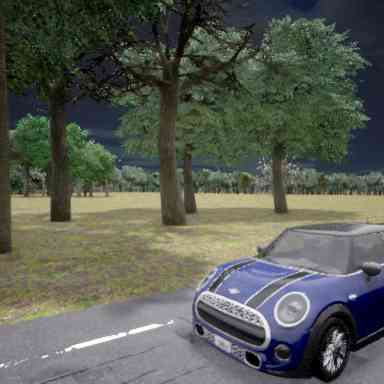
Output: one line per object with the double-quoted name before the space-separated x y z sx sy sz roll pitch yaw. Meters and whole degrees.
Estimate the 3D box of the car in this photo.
"car" 2.221 1.349 5.573 4.553 1.767 2.097 0 0 -35
